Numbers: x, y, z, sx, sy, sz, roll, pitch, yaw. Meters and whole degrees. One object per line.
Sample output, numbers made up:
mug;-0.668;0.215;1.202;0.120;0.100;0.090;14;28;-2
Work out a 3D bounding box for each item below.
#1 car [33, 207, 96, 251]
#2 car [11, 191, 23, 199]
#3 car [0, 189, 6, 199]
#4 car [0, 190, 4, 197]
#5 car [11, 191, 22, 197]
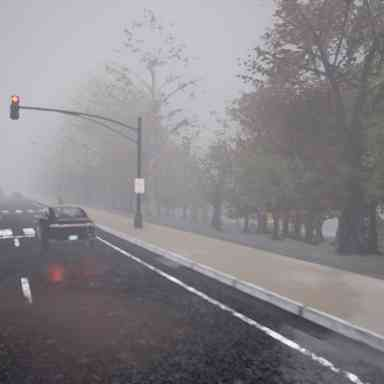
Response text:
car;-5.275;1.342;13.629;2.128;1.511;4.902;0;0;-29
car;-34.540;0.709;65.772;1.994;1.385;4.181;0;0;-29
car;-37.183;0.366;63.843;2.150;2.045;5.566;0;0;-29
car;-42.263;0.361;72.906;1.837;1.490;4.892;0;0;-29
car;-39.429;0.420;74.496;2.033;1.411;5.357;0;0;-29
